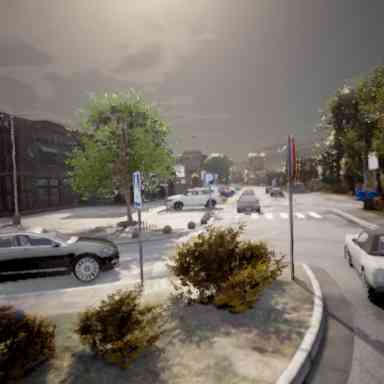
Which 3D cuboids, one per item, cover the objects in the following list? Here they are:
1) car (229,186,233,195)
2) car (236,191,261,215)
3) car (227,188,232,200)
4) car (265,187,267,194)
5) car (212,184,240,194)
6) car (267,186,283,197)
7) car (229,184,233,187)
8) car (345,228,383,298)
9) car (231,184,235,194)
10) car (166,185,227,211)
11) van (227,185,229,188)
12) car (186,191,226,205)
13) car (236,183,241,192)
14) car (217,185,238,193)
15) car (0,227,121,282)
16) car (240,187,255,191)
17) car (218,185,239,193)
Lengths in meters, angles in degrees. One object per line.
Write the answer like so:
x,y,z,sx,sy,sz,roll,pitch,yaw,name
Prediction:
2.847,0.443,48.014,5.008,1.535,2.097,-3,2,-10,car
4.600,0.961,27.170,1.812,1.442,4.674,-2,2,9,car
1.468,0.720,39.179,5.366,1.575,1.946,-3,1,-10,car
15.582,-0.488,66.076,2.128,1.511,4.902,-2,1,10,car
7.573,-0.654,74.629,5.566,2.045,2.435,-3,1,-10,car
13.282,-0.027,52.589,1.812,1.442,4.674,-2,1,10,car
3.323,0.223,50.974,4.553,1.767,2.185,-3,1,-10,car
4.913,1.515,7.992,1.895,1.301,4.718,-2,0,18,car
4.437,0.028,56.884,4.553,1.767,2.185,-3,2,-10,car
0.222,0.677,33.207,5.566,2.045,2.435,-3,2,-10,car
2.194,0.321,45.031,4.442,1.987,1.878,-3,2,-10,van
1.798,0.677,42.108,4.674,1.452,2.002,-3,1,-10,car
6.003,-0.380,65.754,5.566,2.045,2.435,-3,1,-10,car
8.582,-0.704,80.519,4.553,1.767,2.185,-3,1,-10,car
-4.526,1.740,9.334,4.902,1.511,2.128,-3,2,-19,car
9.183,0.145,53.398,1.994,1.385,4.181,-2,1,11,car
9.106,-0.792,83.473,4.553,1.767,2.185,-3,1,-10,car
